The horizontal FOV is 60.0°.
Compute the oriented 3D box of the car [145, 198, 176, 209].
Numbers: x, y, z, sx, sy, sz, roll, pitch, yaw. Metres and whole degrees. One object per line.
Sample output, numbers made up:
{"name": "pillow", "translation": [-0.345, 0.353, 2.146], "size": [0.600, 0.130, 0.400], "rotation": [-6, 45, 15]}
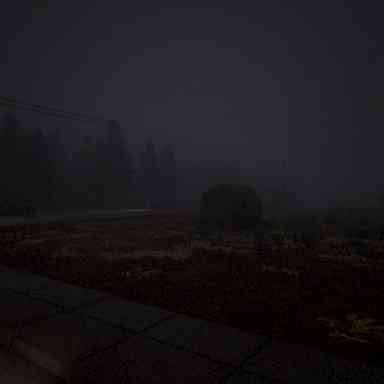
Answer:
{"name": "car", "translation": [-4.203, 1.518, 44.965], "size": [2.128, 1.511, 4.902], "rotation": [0, 0, 37]}

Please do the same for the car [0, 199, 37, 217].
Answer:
{"name": "car", "translation": [-16.079, 1.381, 28.963], "size": [2.097, 1.767, 4.553], "rotation": [0, 0, 37]}
